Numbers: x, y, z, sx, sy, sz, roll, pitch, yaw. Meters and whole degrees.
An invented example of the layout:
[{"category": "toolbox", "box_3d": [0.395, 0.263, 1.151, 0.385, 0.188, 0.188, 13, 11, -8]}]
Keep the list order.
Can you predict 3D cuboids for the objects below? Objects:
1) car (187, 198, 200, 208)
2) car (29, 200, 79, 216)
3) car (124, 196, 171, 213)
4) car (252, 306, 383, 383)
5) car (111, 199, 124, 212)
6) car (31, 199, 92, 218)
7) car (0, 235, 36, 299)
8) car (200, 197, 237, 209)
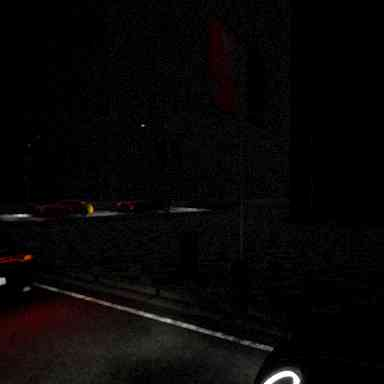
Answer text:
[{"category": "car", "box_3d": [1.457, 1.487, 46.323, 4.674, 1.442, 1.812, 0, 0, -41]}, {"category": "car", "box_3d": [-13.628, 1.514, 32.985, 4.181, 1.385, 1.994, 0, 0, -42]}, {"category": "car", "box_3d": [-4.524, 1.456, 36.699, 4.902, 1.511, 2.128, 0, 0, -42]}, {"category": "car", "box_3d": [2.556, 1.351, 1.827, 4.553, 1.767, 2.097, 0, 0, 35]}, {"category": "car", "box_3d": [-7.107, 1.305, 38.750, 4.553, 1.767, 2.097, 0, 0, -42]}, {"category": "car", "box_3d": [-11.639, 1.438, 30.398, 5.008, 1.535, 1.882, 0, 0, -43]}, {"category": "car", "box_3d": [-5.569, 1.483, 7.384, 5.008, 1.535, 1.882, 0, 0, 33]}, {"category": "car", "box_3d": [3.715, 1.573, 43.981, 4.718, 1.301, 1.895, 0, 0, -41]}]
